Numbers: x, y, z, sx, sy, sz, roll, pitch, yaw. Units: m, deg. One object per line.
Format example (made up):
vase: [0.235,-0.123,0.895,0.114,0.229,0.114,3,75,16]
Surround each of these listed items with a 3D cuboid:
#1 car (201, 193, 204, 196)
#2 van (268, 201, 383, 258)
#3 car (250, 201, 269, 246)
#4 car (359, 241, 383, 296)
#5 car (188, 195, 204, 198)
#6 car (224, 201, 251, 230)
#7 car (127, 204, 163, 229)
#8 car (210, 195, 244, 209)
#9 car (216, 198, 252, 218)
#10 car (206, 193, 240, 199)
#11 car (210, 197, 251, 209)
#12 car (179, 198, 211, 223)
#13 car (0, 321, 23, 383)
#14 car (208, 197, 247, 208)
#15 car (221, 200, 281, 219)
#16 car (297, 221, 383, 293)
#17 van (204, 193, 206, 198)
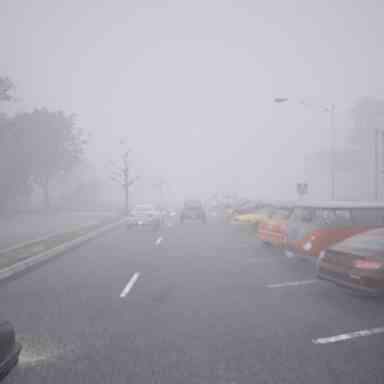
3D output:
car: [4.815,1.454,58.257,5.366,1.575,1.946,1,0,-20]
van: [4.950,1.284,10.550,4.442,1.987,1.878,1,0,-20]
car: [5.023,1.378,13.578,4.553,1.767,2.185,1,0,-20]
car: [5.090,1.539,4.646,4.792,1.488,2.163,1,0,-20]
car: [0.042,1.428,41.982,2.128,1.511,4.902,0,0,0]
car: [4.869,1.477,19.488,5.366,1.575,1.946,1,1,-20]
car: [-2.930,1.508,21.248,1.812,1.442,4.674,0,0,0]
car: [5.027,1.430,37.443,4.892,1.521,2.231,1,0,-20]
car: [4.861,1.450,25.454,5.366,1.575,1.946,1,0,-20]
car: [5.042,1.176,40.445,5.566,2.045,2.435,1,0,-20]
car: [5.014,1.429,43.409,5.008,1.535,2.097,1,0,-20]
car: [0.064,1.457,25.031,2.128,1.511,4.902,0,0,0]
car: [-2.901,1.554,1.410,2.033,1.411,5.357,0,0,0]
car: [4.998,1.435,46.395,4.892,1.521,2.231,1,0,-20]
car: [5.025,1.485,28.503,4.674,1.452,2.002,1,0,-20]
car: [5.054,1.550,7.618,4.674,1.452,2.002,1,0,-20]
van: [4.886,1.225,55.299,4.442,1.987,1.878,1,0,-20]
